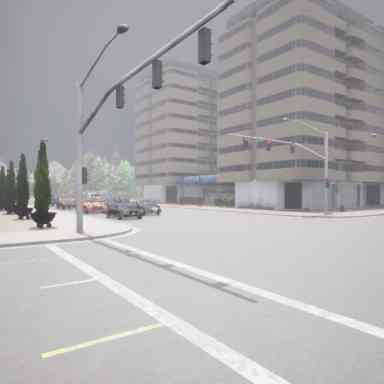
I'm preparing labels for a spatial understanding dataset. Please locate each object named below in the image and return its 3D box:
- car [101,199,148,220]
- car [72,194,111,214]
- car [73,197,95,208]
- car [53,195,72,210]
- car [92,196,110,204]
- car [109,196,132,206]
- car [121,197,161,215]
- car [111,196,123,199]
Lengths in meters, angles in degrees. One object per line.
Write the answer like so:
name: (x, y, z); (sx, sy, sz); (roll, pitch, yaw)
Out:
car: (-5.811, 1.564, 28.252); (1.994, 1.385, 4.181); (0, 0, -35)
car: (-10.767, 1.352, 35.386); (2.097, 1.767, 4.553); (0, 0, -35)
car: (-15.964, 1.505, 49.028); (1.837, 1.490, 4.892); (0, 0, -34)
car: (-16.405, 1.526, 43.520); (1.812, 1.442, 4.674); (0, 0, -35)
car: (-17.472, 1.505, 63.783); (1.837, 1.490, 4.892); (0, 0, -34)
car: (-12.162, 1.491, 56.145); (2.128, 1.511, 4.902); (0, 0, -35)
car: (-4.834, 1.492, 32.975); (2.128, 1.511, 4.902); (0, 0, -35)
car: (-10.078, 1.505, 40.532); (1.837, 1.490, 4.892); (0, 0, -35)
